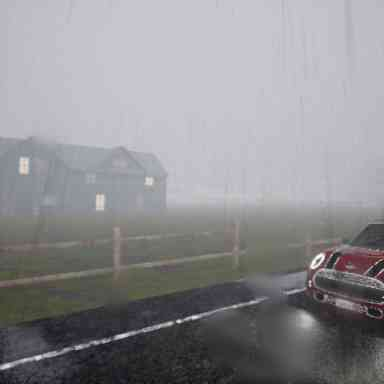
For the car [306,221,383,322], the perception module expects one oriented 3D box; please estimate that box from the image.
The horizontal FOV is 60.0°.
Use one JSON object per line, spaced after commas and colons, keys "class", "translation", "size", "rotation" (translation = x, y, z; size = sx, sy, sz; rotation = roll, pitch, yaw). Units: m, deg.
{"class": "car", "translation": [4.548, 1.427, 7.220], "size": [4.553, 1.767, 2.097], "rotation": [1, 0, -35]}
